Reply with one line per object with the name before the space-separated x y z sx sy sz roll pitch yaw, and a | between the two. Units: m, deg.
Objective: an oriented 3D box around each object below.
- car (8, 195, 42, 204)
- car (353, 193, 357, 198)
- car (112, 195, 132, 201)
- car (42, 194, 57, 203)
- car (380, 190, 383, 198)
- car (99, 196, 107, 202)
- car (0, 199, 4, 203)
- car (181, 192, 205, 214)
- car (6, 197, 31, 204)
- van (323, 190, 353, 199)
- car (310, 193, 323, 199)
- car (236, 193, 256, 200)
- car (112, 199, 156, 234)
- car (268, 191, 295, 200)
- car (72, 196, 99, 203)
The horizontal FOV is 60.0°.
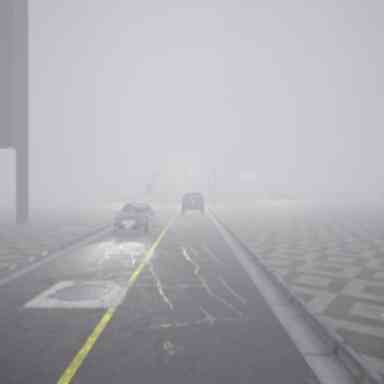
car | -32.092 1.695 63.973 4.507 1.381 1.887 -1 1 0
car | 33.589 0.715 72.594 4.403 1.369 2.008 -1 1 0
car | -15.155 1.415 72.498 4.313 1.339 1.947 -1 1 0
car | -32.089 1.432 72.493 5.009 1.841 2.192 -1 1 0
car | 39.039 0.445 64.065 5.009 1.841 2.192 -1 1 0
car | -20.968 1.465 72.497 4.829 1.417 1.752 -1 1 0
car | -43.378 1.887 72.499 4.206 1.307 1.802 -1 1 0
car | 0.092 1.042 32.818 2.150 2.045 5.566 0 0 0
car | -37.729 1.755 72.498 4.507 1.381 1.887 -1 1 0
van | 28.119 0.609 64.066 3.998 1.788 1.690 -1 1 0
car | 28.130 0.779 72.594 4.507 1.381 1.887 -1 1 0
car | 11.754 1.007 72.594 4.403 1.369 2.008 -1 1 0
car | -3.100 1.381 18.586 2.128 1.511 4.902 0 0 0
car | 17.199 0.729 64.065 5.009 1.841 2.192 -1 1 0
car | -20.805 1.521 63.974 4.403 1.369 2.008 -1 1 0
